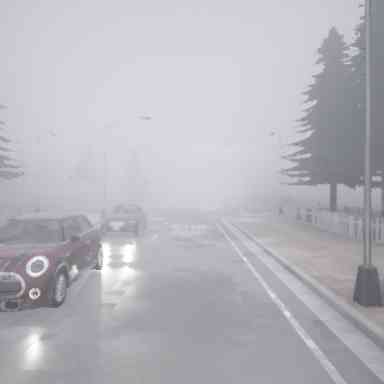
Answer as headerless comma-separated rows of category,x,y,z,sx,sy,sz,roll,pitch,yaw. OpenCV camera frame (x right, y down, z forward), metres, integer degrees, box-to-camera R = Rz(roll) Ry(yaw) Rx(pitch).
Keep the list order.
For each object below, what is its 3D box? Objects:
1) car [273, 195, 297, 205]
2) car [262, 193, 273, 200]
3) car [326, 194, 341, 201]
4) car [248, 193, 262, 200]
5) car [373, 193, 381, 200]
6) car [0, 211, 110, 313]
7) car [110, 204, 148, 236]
car,13.849,1.184,49.935,1.845,1.501,3.633,0,0,0
car,17.177,1.043,75.996,2.152,1.636,5.027,0,0,0
car,28.963,1.057,68.231,1.845,1.501,3.633,0,0,0
car,14.039,1.054,75.968,2.007,1.523,4.514,0,0,0
car,38.955,1.031,68.112,2.007,1.523,4.514,0,0,0
car,-3.602,1.324,7.861,2.097,1.767,4.553,0,0,-1
car,-3.547,1.427,18.081,2.128,1.511,4.902,0,0,0
